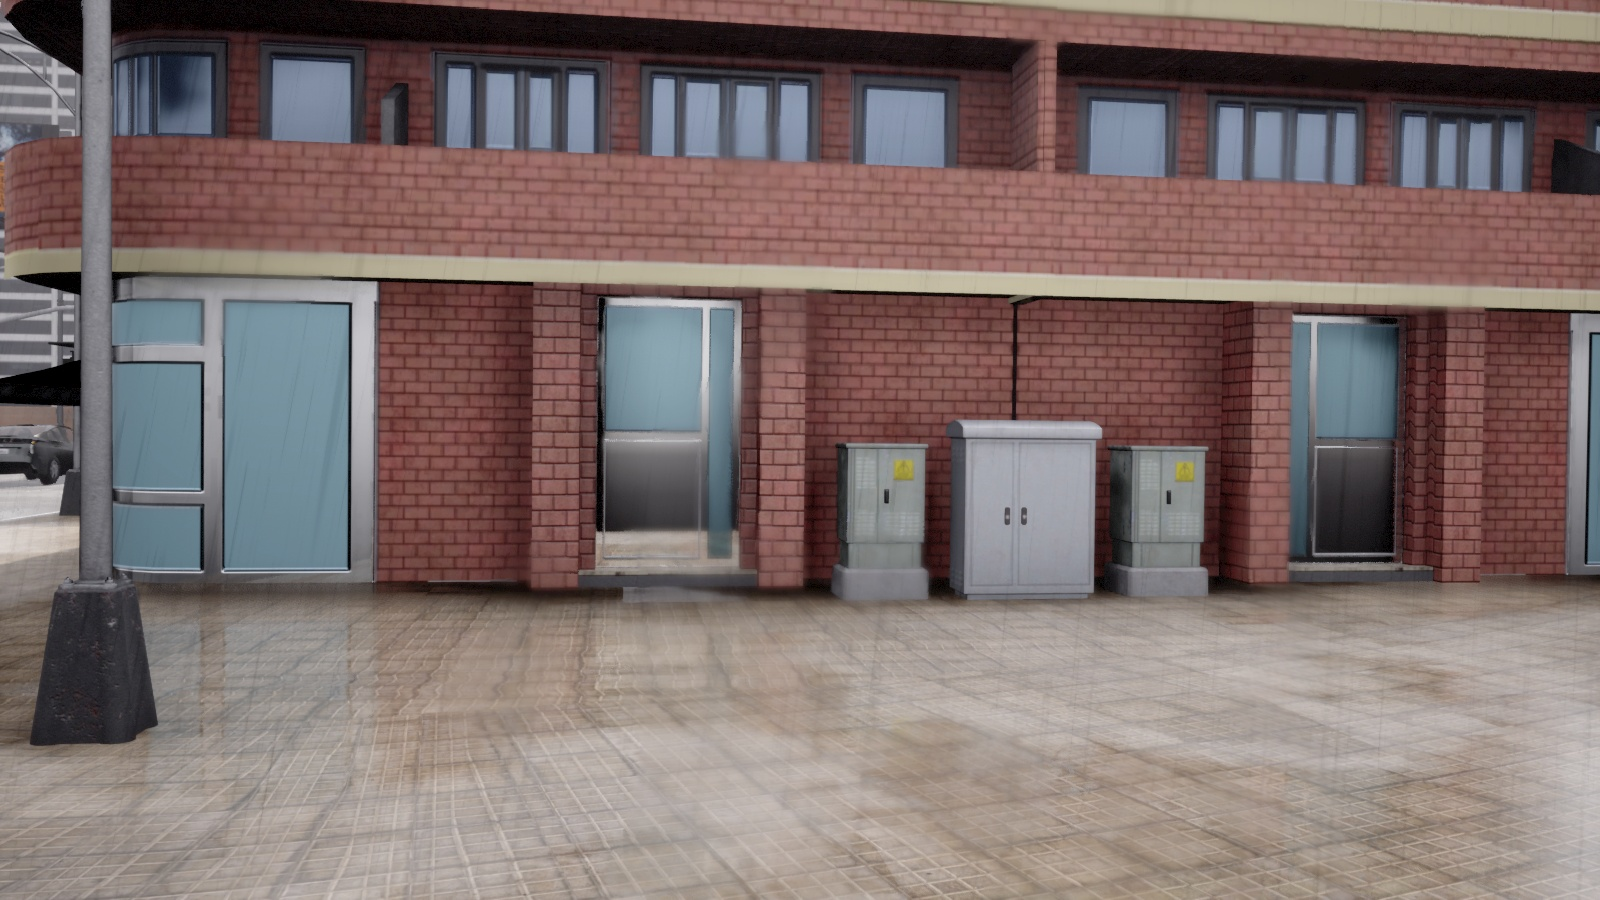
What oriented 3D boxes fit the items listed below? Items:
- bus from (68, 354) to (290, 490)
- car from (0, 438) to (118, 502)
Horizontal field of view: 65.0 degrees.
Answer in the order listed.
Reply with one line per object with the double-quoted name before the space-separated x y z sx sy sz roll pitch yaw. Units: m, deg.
"bus" -21.551 -1.015 44.565 3.944 4.253 10.273 -1 1 -8
"car" -19.921 0.479 33.030 2.007 1.525 4.514 -1 1 -8
